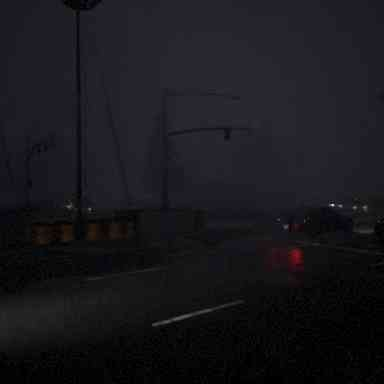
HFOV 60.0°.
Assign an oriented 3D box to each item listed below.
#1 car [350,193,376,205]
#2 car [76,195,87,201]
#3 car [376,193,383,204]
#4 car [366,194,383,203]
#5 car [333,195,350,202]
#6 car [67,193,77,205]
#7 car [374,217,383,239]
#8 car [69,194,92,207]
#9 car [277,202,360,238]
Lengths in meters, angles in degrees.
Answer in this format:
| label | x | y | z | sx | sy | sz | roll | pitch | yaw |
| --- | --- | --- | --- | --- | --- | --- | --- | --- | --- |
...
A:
| label | x | y | z | sx | sy | sz | roll | pitch | yaw |
| --- | --- | --- | --- | --- | --- | --- | --- | --- | --- |
| car | 25.268 | 0.970 | 47.676 | 4.553 | 1.767 | 2.097 | -1 | 0 | -35 |
| car | -25.204 | 1.388 | 75.918 | 1.994 | 1.385 | 4.181 | 0 | 0 | -11 |
| car | 27.287 | 0.970 | 44.816 | 4.553 | 1.767 | 2.097 | -1 | 0 | -35 |
| car | 31.464 | 1.063 | 56.302 | 4.181 | 1.385 | 1.994 | -1 | 1 | -35 |
| car | 23.227 | 1.182 | 50.519 | 4.181 | 1.385 | 1.994 | -1 | 0 | -35 |
| car | -20.035 | 1.105 | 56.783 | 2.150 | 2.045 | 5.566 | 0 | 0 | -22 |
| car | 10.244 | 1.444 | 15.350 | 4.181 | 1.385 | 1.994 | 0 | 0 | -36 |
| car | -15.706 | 1.444 | 47.561 | 2.033 | 1.411 | 5.357 | 0 | 0 | -28 |
| car | 6.246 | 1.424 | 16.816 | 4.674 | 1.442 | 1.812 | 0 | 0 | -36 |
